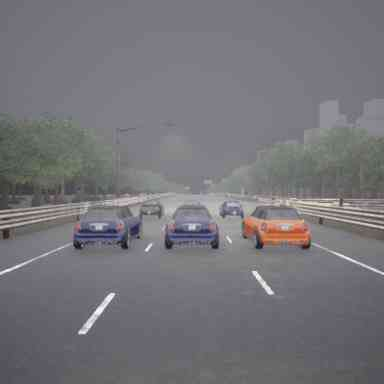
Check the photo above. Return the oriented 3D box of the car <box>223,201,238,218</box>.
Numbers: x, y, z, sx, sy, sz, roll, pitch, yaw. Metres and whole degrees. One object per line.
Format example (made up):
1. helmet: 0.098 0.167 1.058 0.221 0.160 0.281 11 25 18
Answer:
1. car: 3.500 1.529 29.649 1.812 1.442 4.674 0 0 0

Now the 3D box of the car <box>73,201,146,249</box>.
1. car: -3.500 1.366 14.620 2.097 1.767 4.553 0 0 0

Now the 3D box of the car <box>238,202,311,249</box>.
1. car: 3.500 1.366 14.620 2.097 1.767 4.553 0 0 0

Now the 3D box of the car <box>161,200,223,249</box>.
1. car: 0.000 1.366 14.620 2.097 1.767 4.553 0 0 0

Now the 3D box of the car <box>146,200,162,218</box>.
1. car: -3.500 1.491 29.650 2.128 1.511 4.902 0 0 0

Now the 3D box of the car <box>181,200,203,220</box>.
1. car: 0.000 1.512 29.650 1.837 1.490 4.892 0 0 0
